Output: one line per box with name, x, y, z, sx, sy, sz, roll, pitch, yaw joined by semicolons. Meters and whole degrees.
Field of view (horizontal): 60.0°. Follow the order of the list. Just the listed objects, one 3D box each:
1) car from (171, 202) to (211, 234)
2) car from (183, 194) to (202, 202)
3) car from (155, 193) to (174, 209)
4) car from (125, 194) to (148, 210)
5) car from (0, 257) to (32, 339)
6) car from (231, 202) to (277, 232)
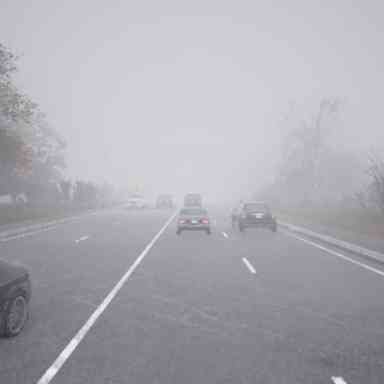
car;0.093;1.546;19.176;2.033;1.411;5.357;0;0;0
car;0.085;1.219;41.219;2.150;2.045;5.566;0;0;0
car;-3.604;1.219;44.870;2.150;2.045;5.566;0;0;0
car;-7.103;1.219;43.068;2.150;2.045;5.566;0;0;0
car;-3.603;1.525;3.882;1.812;1.442;4.674;0;0;0
car;3.593;1.351;20.048;2.097;1.767;4.553;0;0;0
